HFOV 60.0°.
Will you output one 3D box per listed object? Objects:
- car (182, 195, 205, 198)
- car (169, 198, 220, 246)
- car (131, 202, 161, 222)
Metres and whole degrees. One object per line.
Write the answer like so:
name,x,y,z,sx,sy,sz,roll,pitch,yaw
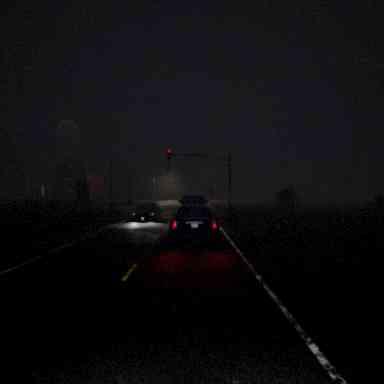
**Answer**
car,0.109,1.206,26.010,2.150,2.045,5.566,0,0,0
car,0.105,1.345,15.322,2.097,1.767,4.553,0,0,0
car,-3.533,1.531,26.672,2.033,1.411,5.357,0,0,1
